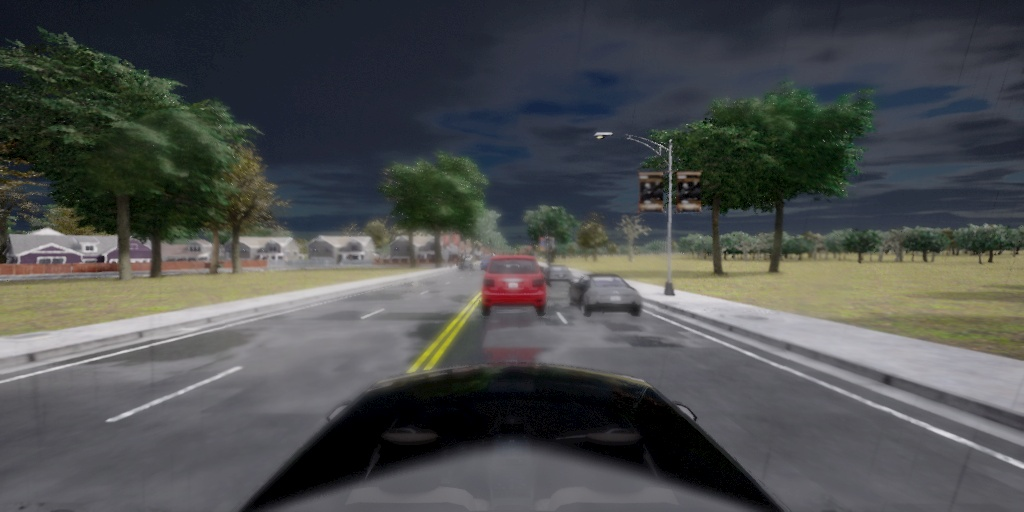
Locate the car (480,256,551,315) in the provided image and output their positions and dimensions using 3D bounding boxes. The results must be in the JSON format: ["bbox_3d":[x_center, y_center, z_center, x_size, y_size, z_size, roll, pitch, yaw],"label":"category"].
[{"bbox_3d":[0.068,0.999,13.850,2.150,2.045,5.566,0,0,0],"label":"car"}]

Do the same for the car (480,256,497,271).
[{"bbox_3d":[-3.319,1.069,51.536,2.150,2.045,5.566,0,-1,0],"label":"car"}]

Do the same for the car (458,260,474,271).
[{"bbox_3d":[-6.570,1.350,51.278,1.837,1.490,4.892,0,-1,0],"label":"car"}]

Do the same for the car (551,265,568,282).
[{"bbox_3d":[3.302,1.348,26.315,2.033,1.411,5.357,0,0,1],"label":"car"}]

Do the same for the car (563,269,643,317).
[{"bbox_3d":[3.314,1.336,13.404,1.994,1.385,4.181,0,0,0],"label":"car"}]
